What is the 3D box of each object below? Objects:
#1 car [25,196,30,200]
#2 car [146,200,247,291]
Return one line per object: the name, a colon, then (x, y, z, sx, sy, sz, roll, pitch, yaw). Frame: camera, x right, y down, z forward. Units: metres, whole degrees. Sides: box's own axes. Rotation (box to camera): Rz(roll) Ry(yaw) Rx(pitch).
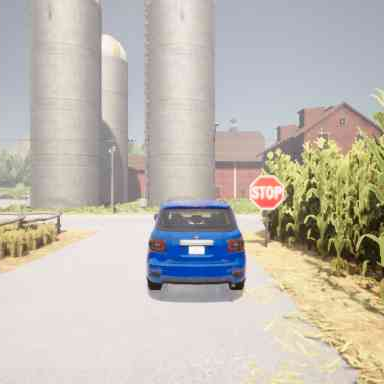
car: (-37.058, 1.157, 78.236, 3.866, 1.878, 1.905, 0, 0, 0)
car: (0.082, 1.211, 9.100, 2.150, 2.045, 5.566, 0, 0, 0)
